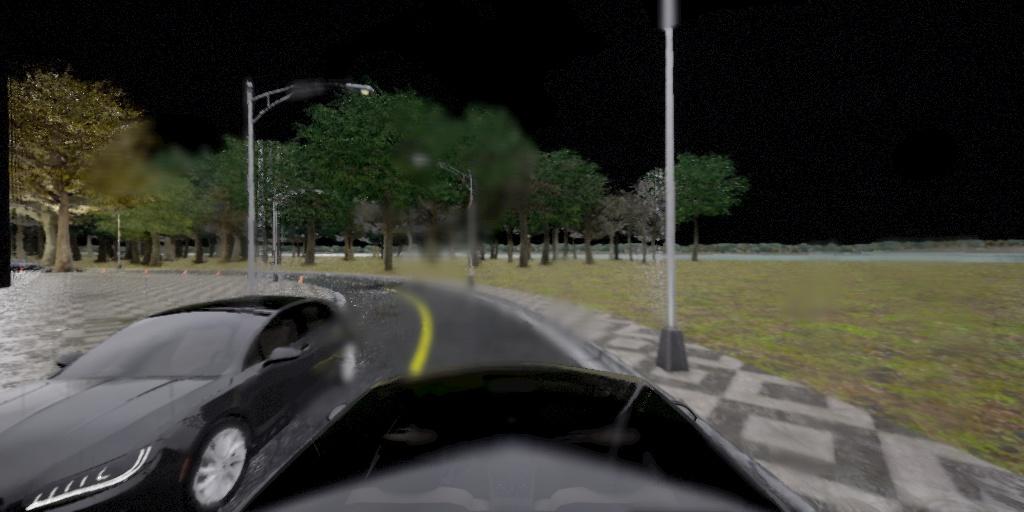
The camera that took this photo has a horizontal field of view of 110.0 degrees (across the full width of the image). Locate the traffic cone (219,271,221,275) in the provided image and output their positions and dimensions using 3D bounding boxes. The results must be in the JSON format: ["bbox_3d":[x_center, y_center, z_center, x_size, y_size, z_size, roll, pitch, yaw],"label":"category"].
[{"bbox_3d":[-29.924,1.777,36.712,0.340,0.580,0.340,0,0,18],"label":"traffic cone"}]

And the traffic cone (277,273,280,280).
[{"bbox_3d":[-21.482,1.870,32.824,0.340,0.580,0.340,0,0,32],"label":"traffic cone"}]

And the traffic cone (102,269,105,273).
[{"bbox_3d":[-44.115,1.649,38.755,0.340,0.580,0.340,0,0,4],"label":"traffic cone"}]

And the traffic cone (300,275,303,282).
[{"bbox_3d":[-17.696,1.911,30.115,0.340,0.580,0.340,0,0,39],"label":"traffic cone"}]

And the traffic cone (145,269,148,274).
[{"bbox_3d":[-39.129,1.694,38.380,0.340,0.580,0.340,0,0,4],"label":"traffic cone"}]

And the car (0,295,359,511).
[{"bbox_3d":[-3.346,1.302,4.251,1.837,1.490,4.892,0,0,-5],"label":"car"}]

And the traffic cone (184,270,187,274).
[{"bbox_3d":[-34.445,1.736,37.829,0.340,0.580,0.340,0,0,10],"label":"traffic cone"}]
